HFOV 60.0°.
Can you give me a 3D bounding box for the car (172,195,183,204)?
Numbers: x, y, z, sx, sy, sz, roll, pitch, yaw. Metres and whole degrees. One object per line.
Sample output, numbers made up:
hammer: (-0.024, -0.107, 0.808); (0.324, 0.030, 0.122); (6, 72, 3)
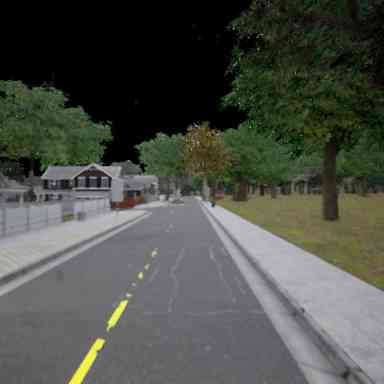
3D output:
car: (-2.769, 1.439, 63.754); (2.097, 1.767, 4.553); (0, -1, 0)
